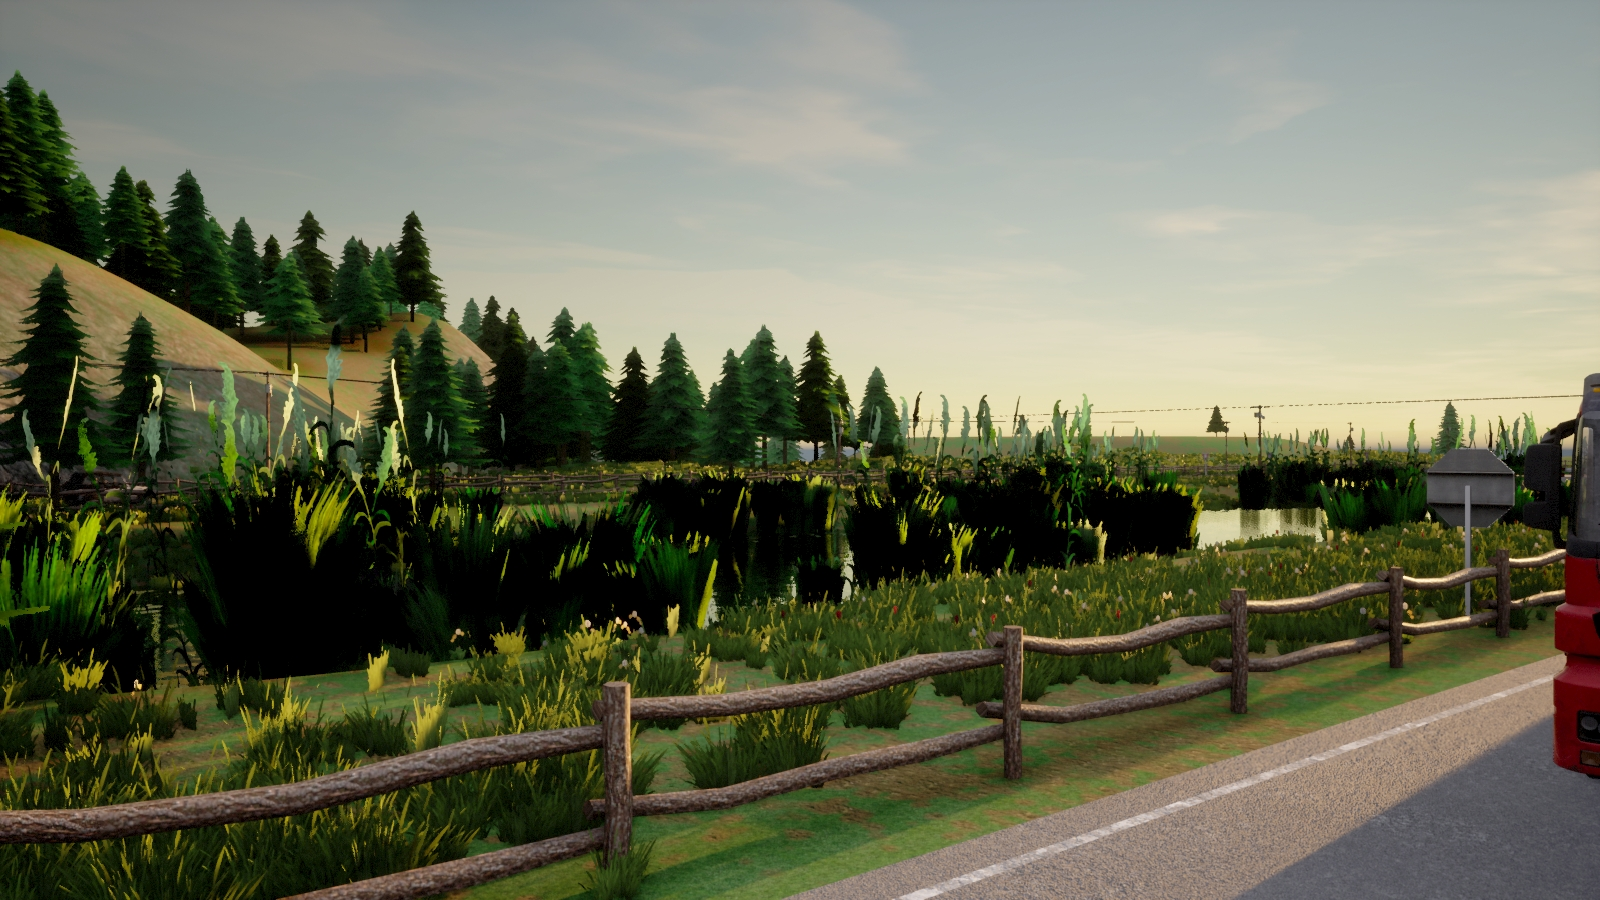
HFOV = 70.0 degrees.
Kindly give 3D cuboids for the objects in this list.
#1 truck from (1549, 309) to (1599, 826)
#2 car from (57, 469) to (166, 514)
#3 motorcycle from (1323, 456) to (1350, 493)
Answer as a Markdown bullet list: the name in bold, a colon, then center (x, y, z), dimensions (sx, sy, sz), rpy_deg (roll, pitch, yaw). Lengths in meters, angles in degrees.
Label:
- **truck**: center (9.517, 0.862, 10.949), dimensions (2.891, 3.827, 8.468), rpy_deg (0, 0, 40)
- **car**: center (-31.332, 1.857, 52.063), dimensions (1.905, 1.878, 3.866), rpy_deg (0, 0, 42)
- **motorcycle**: center (34.996, 1.577, 74.472), dimensions (2.033, 2.348, 0.803), rpy_deg (0, 0, -39)
